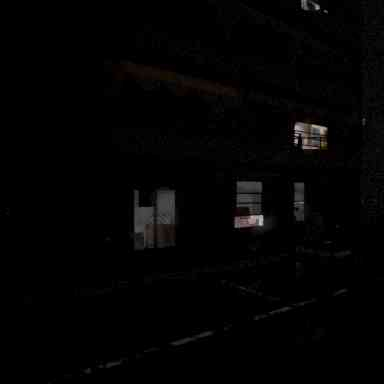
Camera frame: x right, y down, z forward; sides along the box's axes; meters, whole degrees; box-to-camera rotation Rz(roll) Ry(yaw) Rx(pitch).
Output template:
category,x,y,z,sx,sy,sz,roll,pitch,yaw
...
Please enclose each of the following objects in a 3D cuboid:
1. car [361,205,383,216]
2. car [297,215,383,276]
category,x,y,z,sx,sy,sz,roll,pitch,yaw
car,16.822,1.888,32.091,1.895,1.301,4.718,0,-1,-36
car,5.042,1.582,10.230,4.206,1.307,1.802,0,0,-36
